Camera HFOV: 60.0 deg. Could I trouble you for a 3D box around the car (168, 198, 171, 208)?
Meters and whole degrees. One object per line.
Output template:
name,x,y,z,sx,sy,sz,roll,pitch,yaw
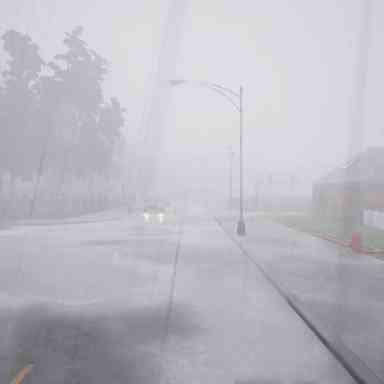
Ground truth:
car,-4.223,1.355,48.239,2.097,1.767,4.553,0,0,0

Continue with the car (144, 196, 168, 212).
car,-4.214,1.352,37.945,2.097,1.767,4.553,0,0,0
